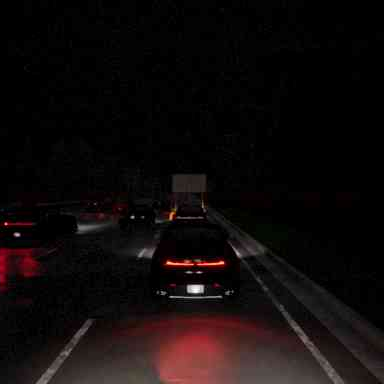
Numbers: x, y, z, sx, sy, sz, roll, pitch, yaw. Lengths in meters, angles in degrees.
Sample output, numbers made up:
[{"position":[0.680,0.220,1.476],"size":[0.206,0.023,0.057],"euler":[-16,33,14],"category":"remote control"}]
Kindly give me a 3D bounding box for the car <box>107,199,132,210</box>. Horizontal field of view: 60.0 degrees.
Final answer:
[{"position":[-7.192,1.477,35.398],"size":[1.882,1.535,5.008],"euler":[0,0,-1],"category":"car"}]

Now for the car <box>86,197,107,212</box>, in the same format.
[{"position":[-10.723,1.355,38.933],"size":[2.097,1.767,4.553],"euler":[0,0,-1],"category":"car"}]

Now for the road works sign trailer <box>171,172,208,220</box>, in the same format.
[{"position":[-0.191,0.464,22.687],"size":[2.380,3.560,2.880],"euler":[0,0,-3],"category":"road works sign trailer"}]

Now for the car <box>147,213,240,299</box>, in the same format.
[{"position":[0.045,1.505,8.427],"size":[1.837,1.490,4.892],"euler":[0,0,0],"category":"car"}]

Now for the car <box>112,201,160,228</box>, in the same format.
[{"position":[-3.559,1.547,22.267],"size":[2.033,1.411,5.357],"euler":[0,0,-1],"category":"car"}]

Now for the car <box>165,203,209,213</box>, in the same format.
[{"position":[-0.074,1.488,18.817],"size":[2.128,1.511,4.902],"euler":[0,0,1],"category":"car"}]

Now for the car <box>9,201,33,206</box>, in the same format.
[{"position":[-14.125,1.525,28.082],"size":[1.812,1.442,4.674],"euler":[0,0,0],"category":"car"}]

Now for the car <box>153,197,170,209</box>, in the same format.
[{"position":[-3.740,1.354,40.457],"size":[2.097,1.767,4.553],"euler":[0,0,-1],"category":"car"}]

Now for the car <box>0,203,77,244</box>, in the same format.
[{"position":[-7.015,1.492,15.783],"size":[2.128,1.511,4.902],"euler":[0,0,-1],"category":"car"}]
